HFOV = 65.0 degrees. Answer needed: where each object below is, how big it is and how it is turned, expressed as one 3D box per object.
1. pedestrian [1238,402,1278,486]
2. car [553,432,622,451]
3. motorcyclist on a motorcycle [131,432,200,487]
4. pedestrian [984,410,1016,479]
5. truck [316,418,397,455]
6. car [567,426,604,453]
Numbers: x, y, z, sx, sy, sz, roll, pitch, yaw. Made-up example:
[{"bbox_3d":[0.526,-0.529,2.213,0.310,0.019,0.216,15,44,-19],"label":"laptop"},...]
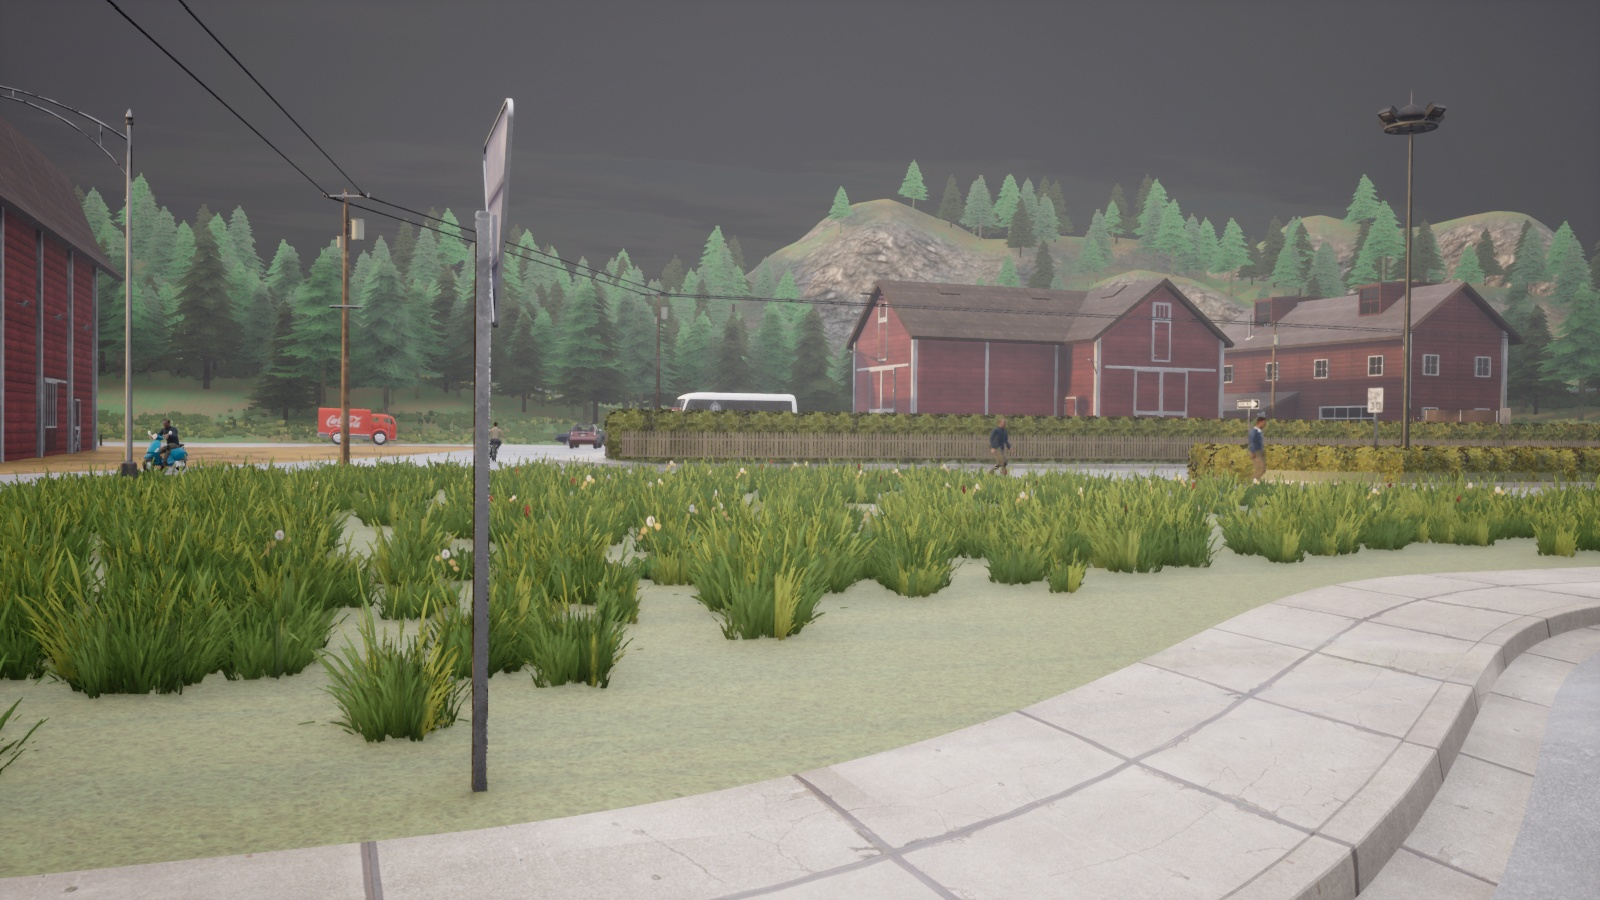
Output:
[{"bbox_3d":[10.752,-0.142,29.473,0.788,1.949,0.423,0,1,41],"label":"pedestrian"},{"bbox_3d":[-15.685,-0.631,92.741,4.718,1.301,1.895,-1,1,-20],"label":"car"},{"bbox_3d":[-19.056,0.279,37.750,0.866,1.590,1.817,0,1,14],"label":"motorcyclist on a motorcycle"},{"bbox_3d":[5.387,-0.156,33.884,0.726,1.842,0.402,0,1,40],"label":"pedestrian"},{"bbox_3d":[-30.809,-0.941,87.316,5.204,2.467,2.627,1,0,-20],"label":"truck"},{"bbox_3d":[-13.522,-0.666,79.369,1.851,1.617,3.988,-1,1,-3],"label":"car"}]
